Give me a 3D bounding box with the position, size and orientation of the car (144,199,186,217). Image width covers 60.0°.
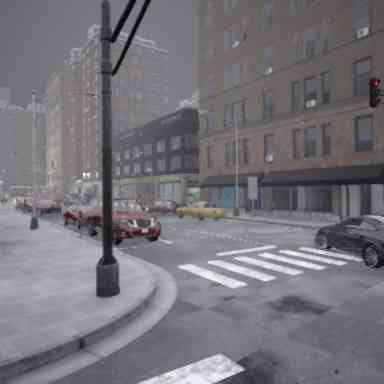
[{"bbox_3d":[-2.427,1.322,29.178,1.802,1.307,4.206,1,0,-34],"label":"car"}]

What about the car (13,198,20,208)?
[{"bbox_3d":[-18.745,1.206,37.958,2.008,1.369,4.403,1,0,-34],"label":"car"}]

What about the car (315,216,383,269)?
[{"bbox_3d":[5.967,1.511,11.093,1.812,1.442,4.674,2,1,-7],"label":"car"}]

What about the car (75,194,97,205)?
[{"bbox_3d":[-15.899,1.043,49.737,1.837,1.490,4.892,0,1,-34],"label":"car"}]

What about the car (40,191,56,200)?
[{"bbox_3d":[-30.249,0.699,69.924,2.192,1.841,5.009,0,0,-34],"label":"car"}]

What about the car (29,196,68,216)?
[{"bbox_3d":[-12.562,1.288,28.904,1.887,1.381,4.507,1,0,-34],"label":"car"}]

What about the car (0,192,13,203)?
[{"bbox_3d":[-31.013,1.026,55.925,1.752,1.417,4.829,0,0,-34],"label":"car"}]

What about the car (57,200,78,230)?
[{"bbox_3d":[-6.379,1.386,19.851,1.887,1.381,4.507,1,0,-34],"label":"car"}]

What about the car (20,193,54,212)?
[{"bbox_3d":[-15.652,1.139,33.431,1.967,1.590,4.097,1,0,-34],"label":"car"}]

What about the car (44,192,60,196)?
[{"bbox_3d":[-20.900,1.074,51.484,2.033,1.411,5.357,0,1,-34],"label":"car"}]

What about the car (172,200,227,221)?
[{"bbox_3d":[0.569,1.314,24.791,1.752,1.417,4.829,1,0,-34],"label":"car"}]

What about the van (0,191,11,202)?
[{"bbox_3d":[-34.200,0.808,60.593,1.690,1.788,3.998,0,0,-34],"label":"van"}]

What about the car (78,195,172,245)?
[{"bbox_3d":[-3.285,1.209,15.324,2.192,1.841,5.009,1,0,-34],"label":"car"}]

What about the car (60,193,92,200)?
[{"bbox_3d":[-15.181,1.149,43.190,2.033,1.411,5.357,0,1,-34],"label":"car"}]

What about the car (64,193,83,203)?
[{"bbox_3d":[-19.846,0.993,55.519,1.837,1.490,4.892,0,1,-34],"label":"car"}]
